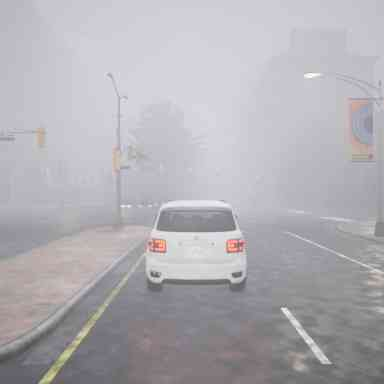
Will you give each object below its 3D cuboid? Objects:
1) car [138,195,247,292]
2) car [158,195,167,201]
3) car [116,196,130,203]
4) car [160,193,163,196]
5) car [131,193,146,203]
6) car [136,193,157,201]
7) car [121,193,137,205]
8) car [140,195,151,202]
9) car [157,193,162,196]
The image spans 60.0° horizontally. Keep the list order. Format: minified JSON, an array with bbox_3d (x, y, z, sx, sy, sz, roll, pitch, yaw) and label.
[{"bbox_3d":[0.108,1.221,9.101,2.150,2.045,5.566,0,0,1],"label":"car"},{"bbox_3d":[-7.649,1.552,86.305,1.994,1.385,4.181,0,0,0],"label":"car"},{"bbox_3d":[-14.466,1.595,69.824,1.895,1.301,4.718,0,0,0],"label":"car"},{"bbox_3d":[-7.690,1.225,76.490,2.150,2.045,5.566,0,0,0],"label":"car"},{"bbox_3d":[-11.218,1.225,69.691,2.150,2.045,5.566,0,0,0],"label":"car"},{"bbox_3d":[-7.845,1.352,57.989,2.097,1.767,4.553,0,0,0],"label":"car"},{"bbox_3d":[-11.326,1.491,59.772,2.128,1.511,4.902,0,0,1],"label":"car"},{"bbox_3d":[-11.175,1.525,80.129,2.128,1.511,4.902,0,0,0],"label":"car"},{"bbox_3d":[-7.753,1.525,66.873,1.812,1.442,4.674,0,0,1],"label":"car"}]
